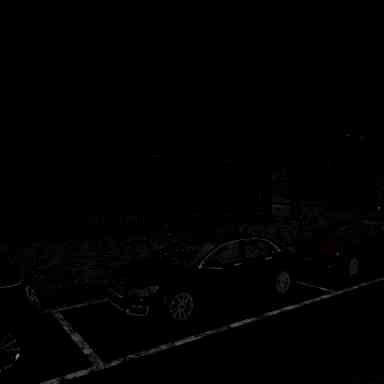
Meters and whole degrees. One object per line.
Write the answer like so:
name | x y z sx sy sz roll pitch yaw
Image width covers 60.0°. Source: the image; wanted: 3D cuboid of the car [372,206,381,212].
car | 9.331 1.441 13.309 4.097 1.590 1.967 0 0 -36

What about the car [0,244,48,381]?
car | -3.995 1.440 3.800 4.097 1.590 1.967 0 0 -36

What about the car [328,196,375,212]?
car | 16.041 1.171 33.028 2.128 1.511 4.902 0 1 -36

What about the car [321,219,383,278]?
car | 4.889 1.545 10.139 4.507 1.381 1.887 0 0 -36

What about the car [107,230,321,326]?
car | 0.447 1.551 6.970 4.403 1.369 2.008 0 0 -36
